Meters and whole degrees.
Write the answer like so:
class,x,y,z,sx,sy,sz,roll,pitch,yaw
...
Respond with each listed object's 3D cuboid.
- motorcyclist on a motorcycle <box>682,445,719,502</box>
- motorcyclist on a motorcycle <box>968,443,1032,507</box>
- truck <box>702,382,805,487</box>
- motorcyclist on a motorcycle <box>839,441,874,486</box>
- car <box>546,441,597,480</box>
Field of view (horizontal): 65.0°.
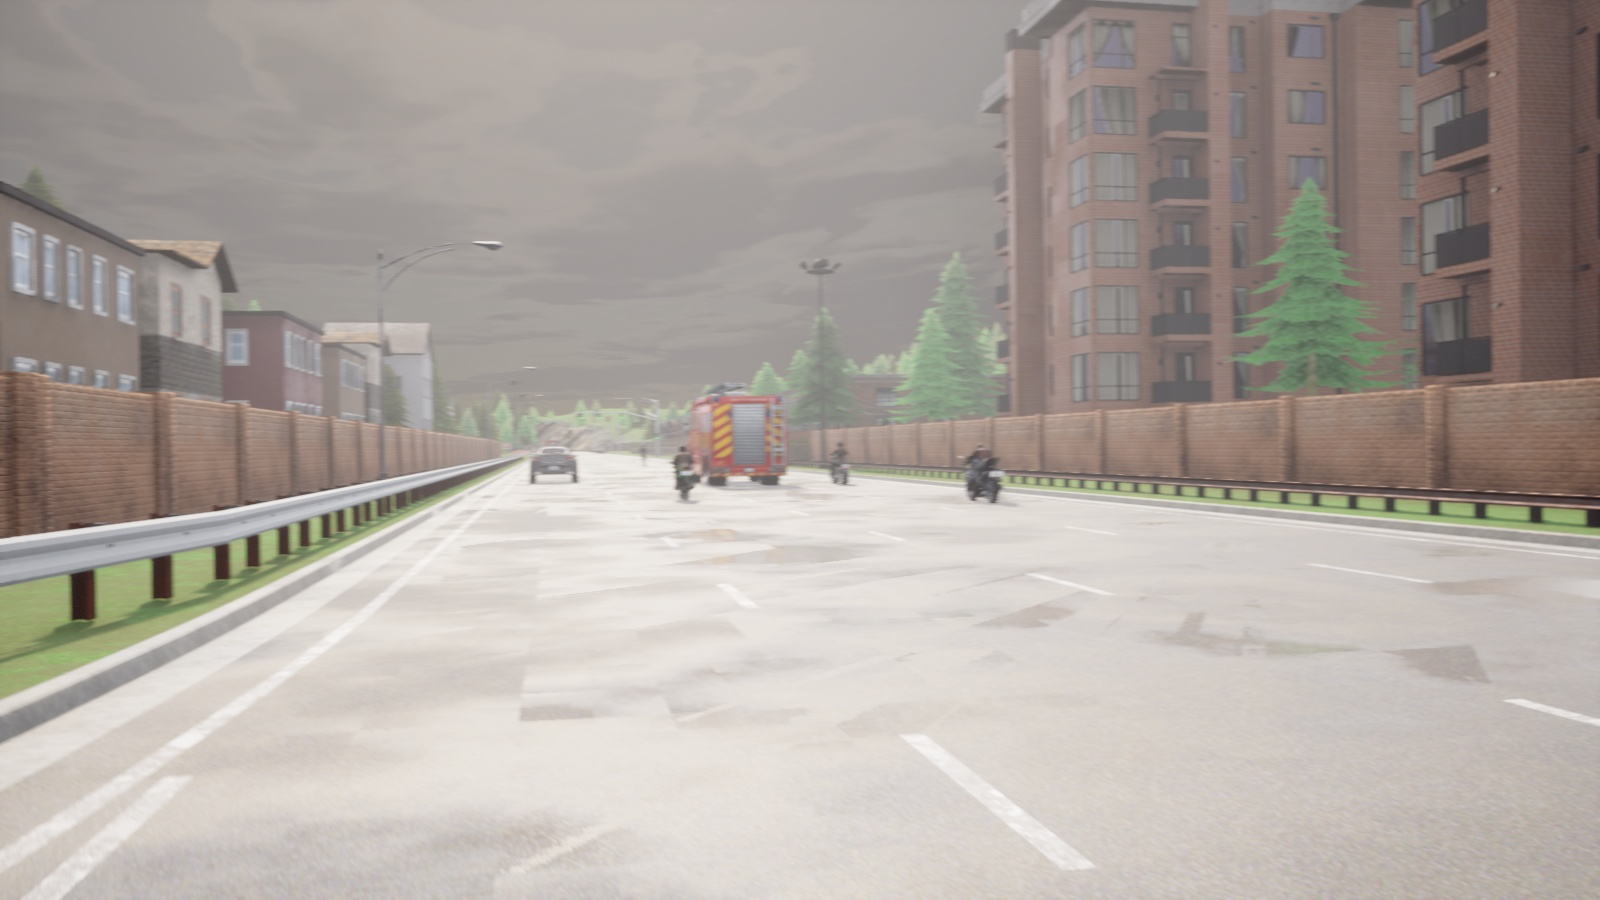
class,x,y,z,sx,sy,sz,roll,pitch,yaw
motorcyclist on a motorcycle,-2.763,0.631,34.804,0.797,1.523,2.044,-1,0,-10
motorcyclist on a motorcycle,4.976,0.600,31.389,0.866,1.530,2.191,-1,0,-10
truck,-2.017,-0.584,50.131,2.891,3.827,8.468,-1,0,-10
motorcyclist on a motorcycle,2.102,0.491,47.133,0.766,1.649,2.350,-1,0,-10
car,-10.272,0.439,56.449,2.152,1.651,5.027,-1,0,-10
